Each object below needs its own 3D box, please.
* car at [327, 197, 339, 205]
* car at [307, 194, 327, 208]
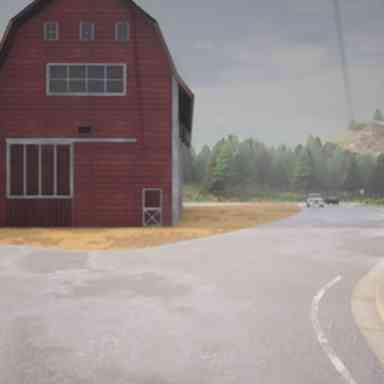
[{"bbox_3d":[25.089,1.575,60.018,1.882,1.535,5.008,0,0,12],"label":"car"},{"bbox_3d":[18.564,1.298,50.147,2.150,2.045,5.566,0,0,16],"label":"car"}]
